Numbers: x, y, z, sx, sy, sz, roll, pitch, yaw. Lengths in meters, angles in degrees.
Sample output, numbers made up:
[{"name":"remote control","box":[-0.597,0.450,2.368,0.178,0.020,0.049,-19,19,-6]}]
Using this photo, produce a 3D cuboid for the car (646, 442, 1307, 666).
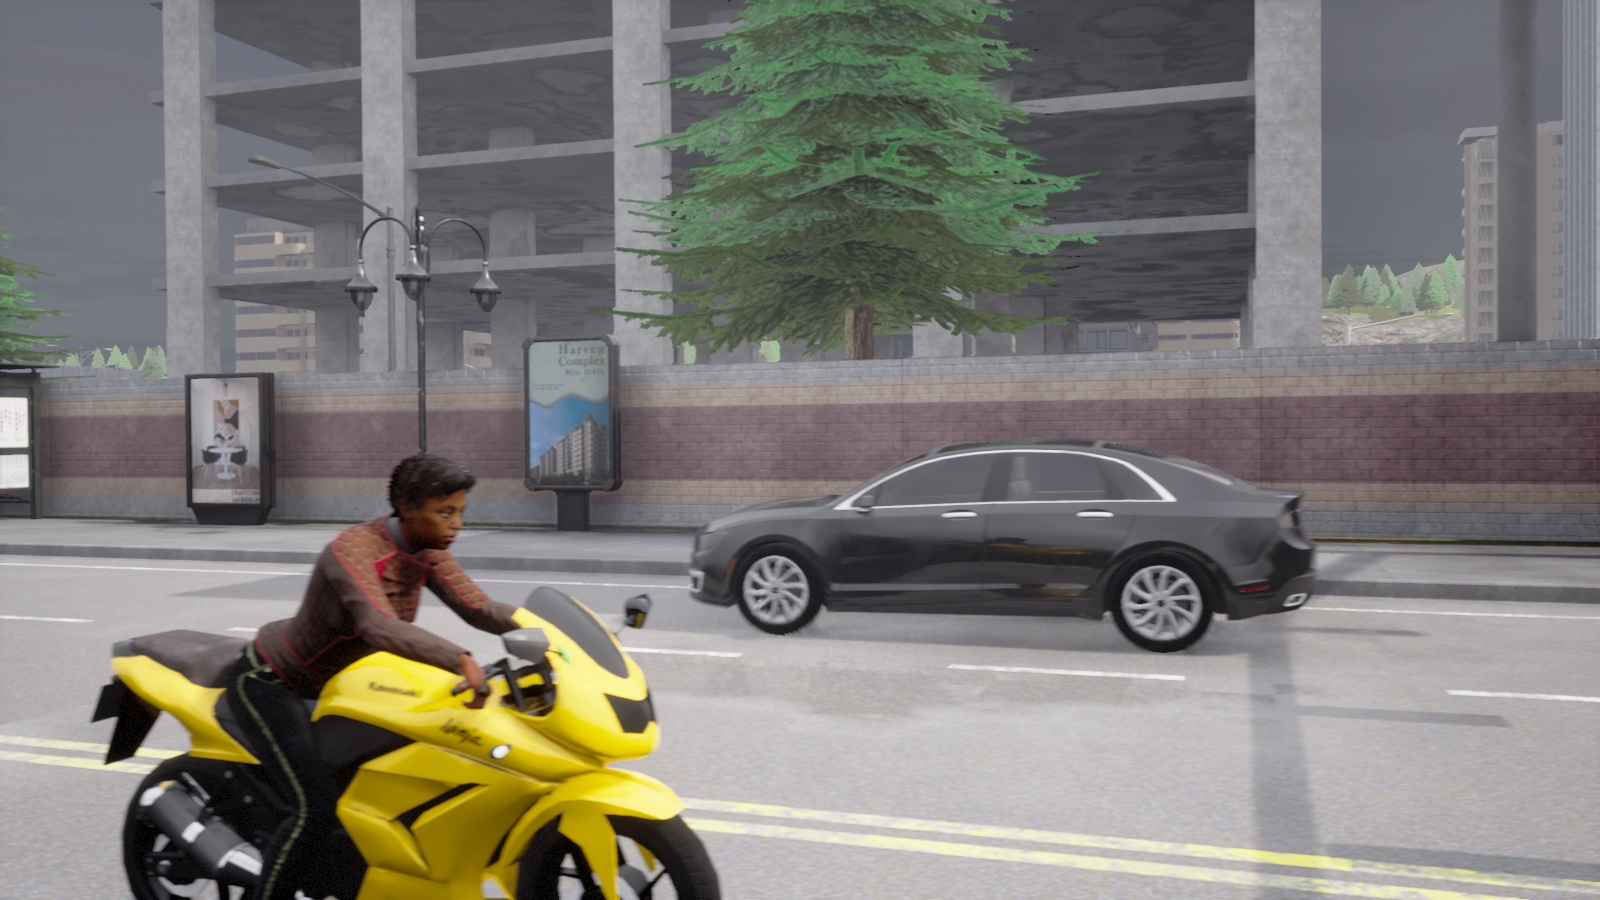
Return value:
[{"name":"car","box":[1.386,0.688,10.098,4.892,1.490,1.837,0,1,19]}]

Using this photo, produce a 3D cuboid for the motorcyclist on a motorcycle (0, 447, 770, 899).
[{"name":"motorcyclist on a motorcycle","box":[-1.183,0.762,3.591,2.044,1.523,0.797,0,1,19]}]
